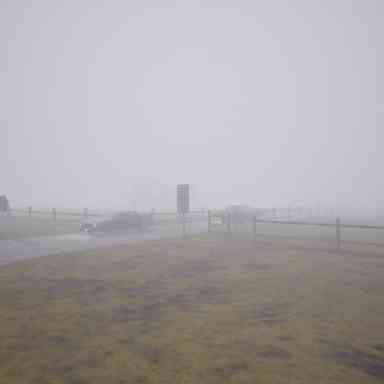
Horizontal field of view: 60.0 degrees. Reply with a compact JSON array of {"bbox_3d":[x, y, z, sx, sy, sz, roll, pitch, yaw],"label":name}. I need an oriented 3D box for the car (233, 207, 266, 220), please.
[{"bbox_3d":[6.693,2.423,38.097,1.895,1.301,4.718,-1,-2,35],"label":"car"}]

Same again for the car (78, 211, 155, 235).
[{"bbox_3d":[-4.771,1.941,21.942,2.033,1.411,5.357,-1,-2,35],"label":"car"}]

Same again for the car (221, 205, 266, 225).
[{"bbox_3d":[4.526,1.945,29.974,2.097,1.767,4.553,-1,-2,35],"label":"car"}]
